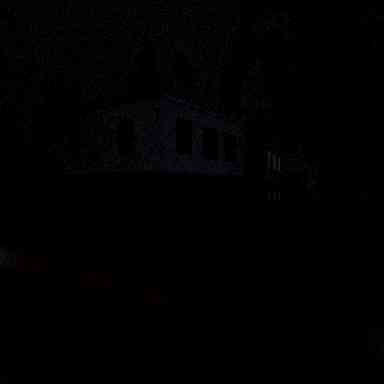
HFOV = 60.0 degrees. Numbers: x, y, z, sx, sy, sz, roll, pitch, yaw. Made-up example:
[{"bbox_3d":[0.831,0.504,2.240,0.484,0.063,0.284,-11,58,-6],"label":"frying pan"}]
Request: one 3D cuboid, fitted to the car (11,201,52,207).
[{"bbox_3d":[-14.643,1.528,29.155,2.033,1.411,5.357,0,0,29],"label":"car"}]
